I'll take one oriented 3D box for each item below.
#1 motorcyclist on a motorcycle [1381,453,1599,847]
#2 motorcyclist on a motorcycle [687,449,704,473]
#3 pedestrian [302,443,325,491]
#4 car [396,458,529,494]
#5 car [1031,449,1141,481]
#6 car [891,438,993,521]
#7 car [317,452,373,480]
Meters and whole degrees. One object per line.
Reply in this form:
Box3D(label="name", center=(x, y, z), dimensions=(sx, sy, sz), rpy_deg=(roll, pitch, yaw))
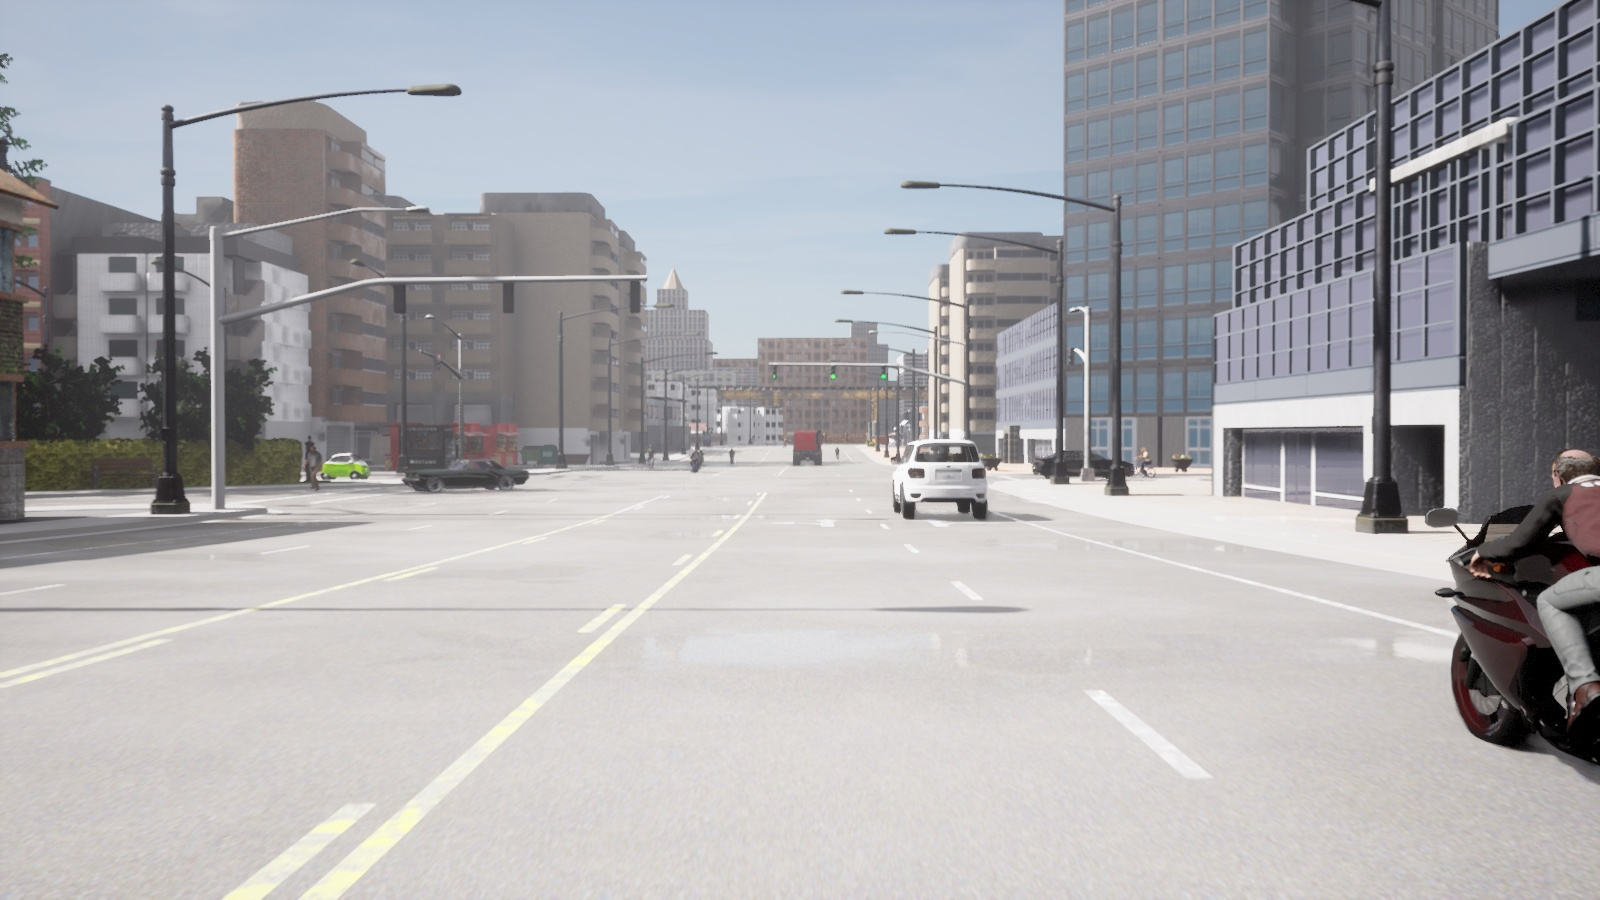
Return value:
Box3D(label="motorcyclist on a motorcycle", center=(3.548, 0.779, 5.649), dimensions=(0.866, 1.530, 2.191), rpy_deg=(0, 0, 0))
Box3D(label="motorcyclist on a motorcycle", center=(-6.535, 0.675, 78.527), dimensions=(0.866, 1.530, 2.191), rpy_deg=(0, 0, 0))
Box3D(label="pedestrian", center=(-19.059, 0.654, 49.155), dimensions=(0.540, 1.848, 0.694), rpy_deg=(0, 1, 12))
Box3D(label="car", center=(-13.396, 0.988, 49.962), dimensions=(4.718, 1.301, 1.895), rpy_deg=(0, 1, -35))
Box3D(label="car", center=(14.138, 0.740, 62.203), dimensions=(5.008, 1.535, 1.882), rpy_deg=(0, 1, -3))
Box3D(label="car", center=(3.709, 0.743, 33.883), dimensions=(2.150, 2.045, 5.566), rpy_deg=(0, 0, 0))
Box3D(label="car", center=(-22.688, 0.783, 62.653), dimensions=(2.207, 1.376, 1.481), rpy_deg=(0, 1, 1))
